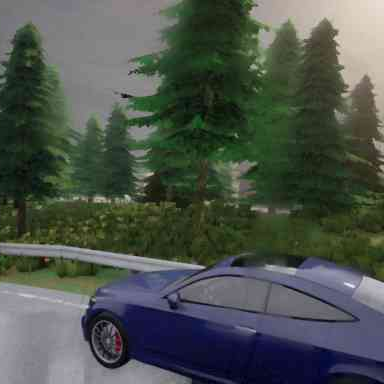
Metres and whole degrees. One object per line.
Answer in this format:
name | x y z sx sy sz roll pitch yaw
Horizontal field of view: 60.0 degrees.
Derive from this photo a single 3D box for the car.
car | 0.725 1.500 4.117 4.674 1.442 1.812 1 1 31
